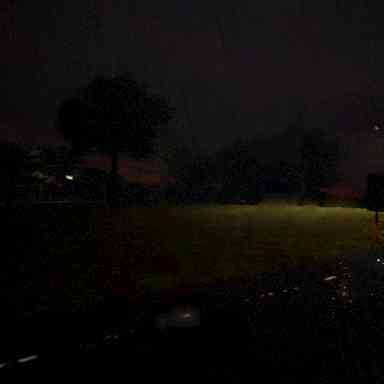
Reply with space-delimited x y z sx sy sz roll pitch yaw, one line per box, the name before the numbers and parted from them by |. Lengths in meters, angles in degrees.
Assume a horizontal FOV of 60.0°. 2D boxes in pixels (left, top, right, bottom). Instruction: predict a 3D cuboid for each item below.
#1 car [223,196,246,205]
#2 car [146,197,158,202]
car | 7.311 1.465 57.792 1.812 1.442 4.674 3 -2 -35
car | -10.515 1.957 87.246 1.812 1.442 4.674 3 -3 -27
